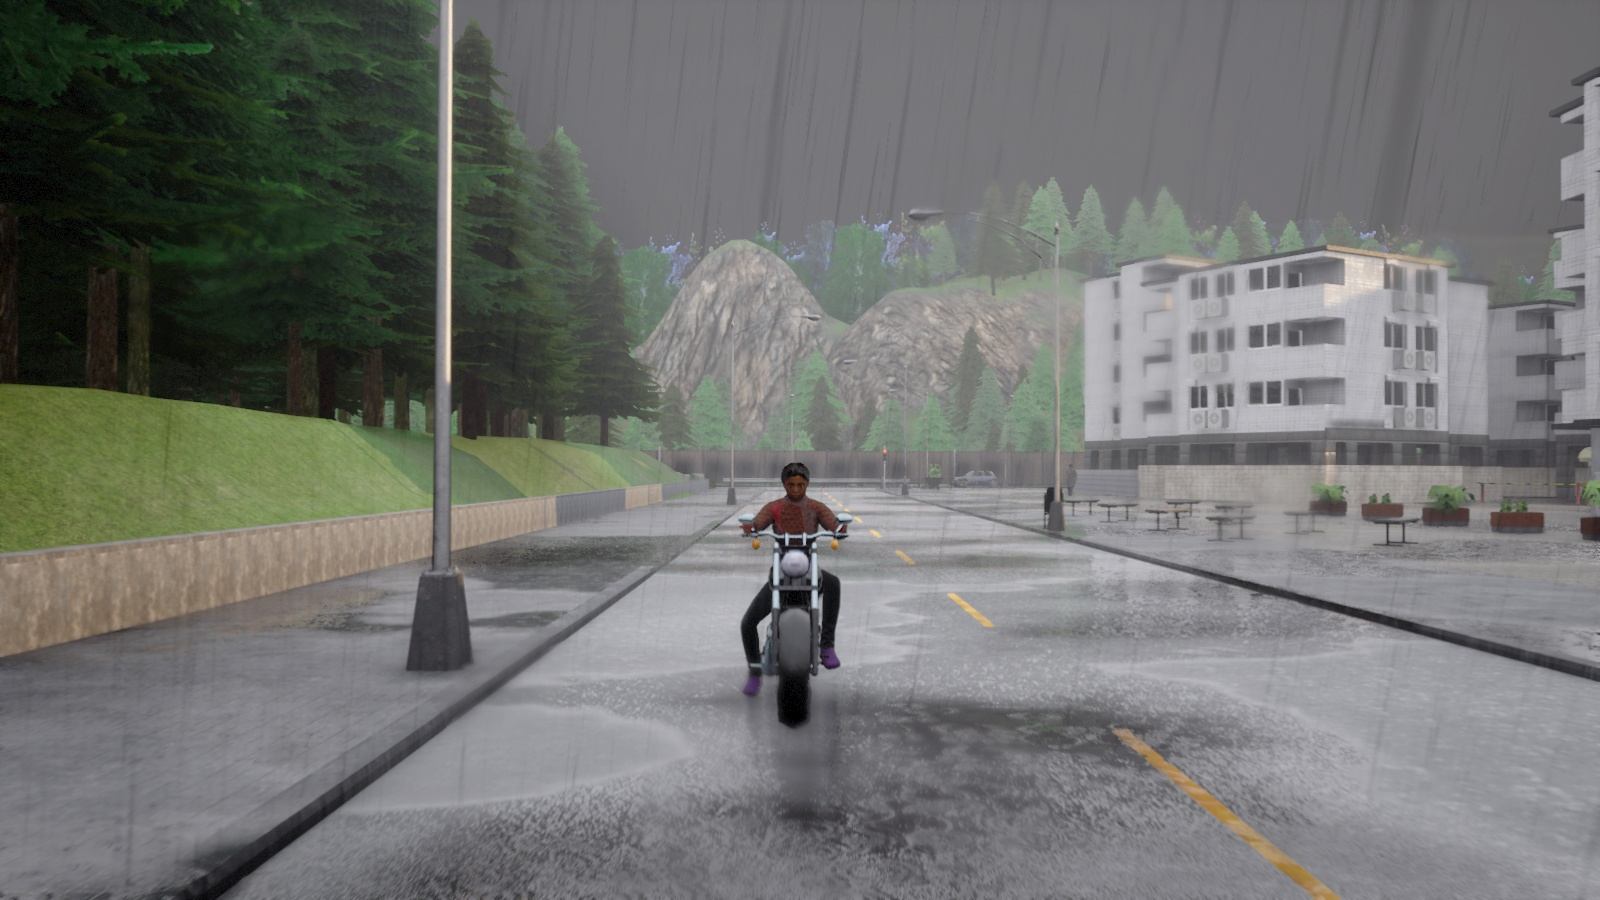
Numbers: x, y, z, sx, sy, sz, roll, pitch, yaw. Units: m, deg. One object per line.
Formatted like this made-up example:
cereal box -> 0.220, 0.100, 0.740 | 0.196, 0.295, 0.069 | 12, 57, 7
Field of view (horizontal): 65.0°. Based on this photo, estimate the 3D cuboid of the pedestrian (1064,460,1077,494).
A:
pedestrian -> 15.608, 1.561, 72.403 | 0.659, 1.952, 0.873 | 0, -1, 9

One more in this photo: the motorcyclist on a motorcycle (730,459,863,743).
motorcyclist on a motorcycle -> -0.025, 0.892, 8.498 | 0.766, 1.649, 2.350 | 0, -1, 0
